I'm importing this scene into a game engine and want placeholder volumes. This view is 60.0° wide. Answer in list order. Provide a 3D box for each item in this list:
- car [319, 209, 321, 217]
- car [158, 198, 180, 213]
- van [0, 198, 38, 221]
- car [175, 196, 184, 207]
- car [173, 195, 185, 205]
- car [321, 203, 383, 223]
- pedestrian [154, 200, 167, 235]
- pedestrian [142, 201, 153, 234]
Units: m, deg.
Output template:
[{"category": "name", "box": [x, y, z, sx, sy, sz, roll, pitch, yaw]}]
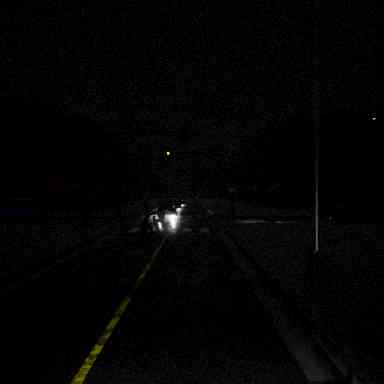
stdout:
[{"category": "car", "box": [12.359, 1.543, 26.913, 4.403, 1.369, 2.008, 0, 0, 0]}, {"category": "car", "box": [-2.708, 1.655, 37.694, 1.895, 1.301, 4.718, 0, 0, 0]}, {"category": "van", "box": [-14.644, 1.401, 26.884, 3.998, 1.788, 1.690, 0, 0, 0]}, {"category": "car", "box": [-2.660, 1.606, 50.097, 1.812, 1.442, 4.674, 0, 0, 1]}, {"category": "car", "box": [-2.553, 1.467, 64.227, 2.097, 1.767, 4.553, 0, 0, 1]}, {"category": "car", "box": [12.373, 1.588, 24.379, 4.718, 1.301, 1.895, 0, 0, 0]}, {"category": "pedestrian", "box": [-1.649, 1.308, 17.297, 0.375, 1.860, 0.375, 0, 0, 0]}, {"category": "pedestrian", "box": [-2.453, 1.310, 17.899, 0.375, 1.860, 0.375, 0, 0, 0]}]
